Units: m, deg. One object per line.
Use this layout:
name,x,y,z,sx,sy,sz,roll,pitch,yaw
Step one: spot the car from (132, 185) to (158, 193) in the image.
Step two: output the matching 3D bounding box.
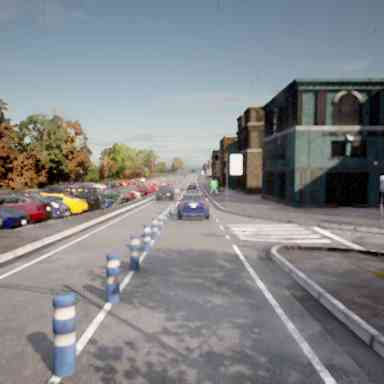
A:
car,-9.558,-0.663,68.085,5.008,1.535,2.097,0,3,1

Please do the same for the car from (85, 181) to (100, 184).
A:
car,-22.614,-0.920,68.156,5.566,2.045,2.435,0,3,1

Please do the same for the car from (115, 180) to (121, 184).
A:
car,-22.431,-1.970,87.622,5.566,2.045,2.435,0,3,1

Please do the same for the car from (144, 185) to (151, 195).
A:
car,-9.688,0.047,54.175,5.008,1.535,2.097,0,3,1

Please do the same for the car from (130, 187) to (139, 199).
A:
car,-9.828,0.509,43.041,4.792,1.488,2.163,0,2,1

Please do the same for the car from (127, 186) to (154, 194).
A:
car,-9.613,-0.324,62.529,4.674,1.452,2.002,0,3,1

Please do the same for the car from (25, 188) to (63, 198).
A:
car,-22.807,0.166,51.342,5.008,1.535,2.097,0,2,1

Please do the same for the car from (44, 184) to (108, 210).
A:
car,-9.985,0.608,26.316,5.566,2.045,2.435,0,1,1

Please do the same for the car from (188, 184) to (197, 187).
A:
car,0.066,-1.149,77.224,2.128,1.511,4.902,0,3,0

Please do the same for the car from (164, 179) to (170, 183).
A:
car,-9.296,-2.143,93.090,4.553,1.767,2.185,0,3,1

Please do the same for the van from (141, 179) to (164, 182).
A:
van,-9.575,-1.487,79.191,4.442,1.987,1.878,0,3,1

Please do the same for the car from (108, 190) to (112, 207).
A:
car,-9.924,0.823,29.108,4.892,1.521,2.231,0,1,1

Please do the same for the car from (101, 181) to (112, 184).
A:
car,-22.543,-1.267,79.293,5.008,1.535,2.097,0,3,1

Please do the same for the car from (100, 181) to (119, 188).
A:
car,-22.402,-1.997,90.409,4.553,1.767,2.185,0,3,1

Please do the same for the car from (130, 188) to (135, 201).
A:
car,-9.796,0.595,40.254,4.792,1.488,2.163,0,2,1

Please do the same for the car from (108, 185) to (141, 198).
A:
car,-9.804,0.259,45.821,4.553,1.767,2.185,0,2,1

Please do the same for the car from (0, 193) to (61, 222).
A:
car,-10.064,0.947,17.960,4.792,1.488,2.163,0,0,1

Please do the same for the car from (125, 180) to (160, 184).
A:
car,-9.618,-0.764,65.293,5.566,2.045,2.435,0,3,1

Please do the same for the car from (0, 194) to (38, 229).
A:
car,-10.032,0.958,15.176,4.792,1.488,2.163,0,0,1

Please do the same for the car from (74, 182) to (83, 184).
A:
car,-22.754,-0.344,59.697,4.553,1.767,2.185,0,3,1

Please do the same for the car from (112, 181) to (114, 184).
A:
car,-22.518,-1.417,82.074,4.892,1.521,2.231,0,3,1

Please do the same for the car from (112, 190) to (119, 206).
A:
car,-9.875,0.804,31.887,4.792,1.488,2.163,0,1,1

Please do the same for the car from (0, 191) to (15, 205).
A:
car,-22.927,0.640,37.408,5.008,1.535,2.097,0,2,1

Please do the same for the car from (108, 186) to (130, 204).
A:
car,-9.820,0.518,37.463,4.553,1.767,2.185,0,2,1

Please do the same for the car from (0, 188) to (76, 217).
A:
car,-10.040,0.781,20.746,4.553,1.767,2.185,0,0,1

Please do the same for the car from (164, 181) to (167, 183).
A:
car,-9.437,-1.412,81.981,5.008,1.535,2.097,0,3,1

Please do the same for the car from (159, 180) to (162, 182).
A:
car,-9.481,-1.080,73.511,4.553,1.767,2.185,0,3,1

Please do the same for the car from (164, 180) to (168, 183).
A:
car,-9.401,-1.562,84.760,5.008,1.535,2.097,0,3,1

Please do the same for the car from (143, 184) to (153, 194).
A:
car,-9.663,-0.082,56.961,5.008,1.535,2.097,0,3,1

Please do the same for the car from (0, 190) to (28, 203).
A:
car,-22.899,0.560,40.325,4.892,1.521,2.231,0,2,1

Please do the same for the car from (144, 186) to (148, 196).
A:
car,-9.723,0.208,51.390,4.674,1.452,2.002,0,3,1

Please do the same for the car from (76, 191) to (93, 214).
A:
car,-9.977,0.888,23.525,5.008,1.535,2.097,0,1,1

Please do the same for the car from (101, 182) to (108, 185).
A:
car,-22.567,-1.077,76.514,4.674,1.452,2.002,0,3,1

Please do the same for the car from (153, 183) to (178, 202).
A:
car,-3.329,0.167,42.777,2.150,2.045,5.566,0,2,0

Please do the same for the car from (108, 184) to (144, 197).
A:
car,-9.778,0.155,48.599,4.553,1.767,2.185,0,2,1

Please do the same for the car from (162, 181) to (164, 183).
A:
car,-9.491,-1.110,76.422,4.892,1.521,2.231,0,3,1

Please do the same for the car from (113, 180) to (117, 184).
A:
car,-22.514,-1.539,84.854,4.792,1.488,2.163,0,3,1

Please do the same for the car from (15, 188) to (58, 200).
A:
car,-22.642,0.276,48.553,5.366,1.575,1.946,0,2,1

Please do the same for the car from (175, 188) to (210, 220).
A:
car,0.101,0.871,23.411,2.097,1.767,4.553,0,2,0
